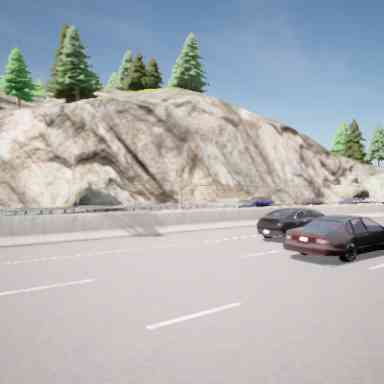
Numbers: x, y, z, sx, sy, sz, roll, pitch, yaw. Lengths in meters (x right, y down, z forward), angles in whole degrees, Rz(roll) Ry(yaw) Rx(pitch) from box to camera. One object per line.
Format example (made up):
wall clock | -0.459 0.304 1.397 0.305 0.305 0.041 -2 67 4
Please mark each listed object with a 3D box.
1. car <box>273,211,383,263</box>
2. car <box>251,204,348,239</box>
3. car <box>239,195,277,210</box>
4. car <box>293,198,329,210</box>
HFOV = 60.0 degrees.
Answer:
car | 5.603 1.547 12.041 5.357 1.411 2.033 0 0 -35
car | 5.265 1.505 16.074 4.892 1.490 1.837 0 0 -35
car | 8.682 1.353 43.583 4.553 1.767 2.097 0 0 -31
car | 15.562 1.524 43.484 4.674 1.442 1.812 0 0 -29
